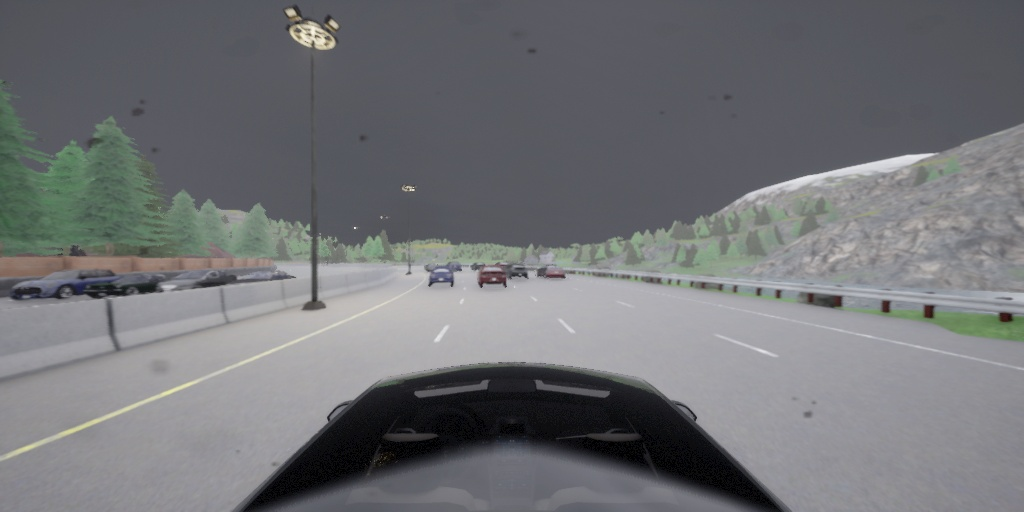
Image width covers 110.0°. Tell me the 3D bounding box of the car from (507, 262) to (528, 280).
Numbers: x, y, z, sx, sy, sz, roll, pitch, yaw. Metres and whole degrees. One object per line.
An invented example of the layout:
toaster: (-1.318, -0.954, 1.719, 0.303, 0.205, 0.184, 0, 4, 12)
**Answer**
car: (0.303, 1.506, 35.657, 1.837, 1.490, 4.892, 0, 0, -11)

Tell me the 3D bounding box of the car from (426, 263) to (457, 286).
car: (-5.427, 1.528, 27.886, 1.812, 1.442, 4.674, 0, 0, -9)

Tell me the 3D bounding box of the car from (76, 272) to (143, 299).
car: (-22.195, 1.755, 21.358, 1.895, 1.301, 4.718, -1, 0, -7)

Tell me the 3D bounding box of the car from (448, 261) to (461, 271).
car: (-9.826, 1.636, 59.446, 2.097, 1.767, 4.553, -1, 0, -20)

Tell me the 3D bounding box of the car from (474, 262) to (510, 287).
car: (-1.589, 1.430, 26.618, 1.882, 1.535, 5.008, 0, 0, -9)

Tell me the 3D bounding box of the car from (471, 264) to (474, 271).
car: (-5.204, 1.692, 56.676, 1.882, 1.535, 5.008, 0, 0, -18)

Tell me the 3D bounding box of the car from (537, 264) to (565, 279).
car: (3.823, 1.527, 35.873, 1.994, 1.385, 4.181, 0, 0, -11)

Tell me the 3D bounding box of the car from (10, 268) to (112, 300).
car: (-25.675, 1.573, 20.967, 2.097, 1.767, 4.553, -1, 0, -7)

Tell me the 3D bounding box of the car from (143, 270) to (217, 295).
car: (-18.705, 1.593, 21.595, 2.128, 1.511, 4.902, -1, -1, -7)

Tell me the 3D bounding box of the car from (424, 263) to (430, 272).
car: (-12.762, 1.863, 57.078, 1.994, 1.385, 4.181, 0, 0, -19)

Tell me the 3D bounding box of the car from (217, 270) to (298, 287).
car: (-15.258, 1.615, 22.289, 2.033, 1.411, 5.357, -1, 0, -7)
